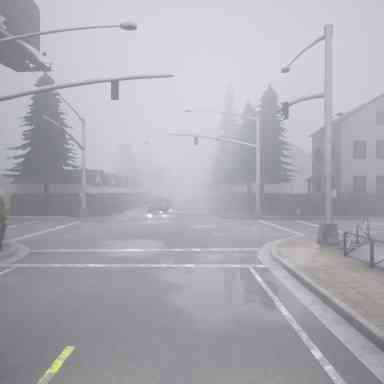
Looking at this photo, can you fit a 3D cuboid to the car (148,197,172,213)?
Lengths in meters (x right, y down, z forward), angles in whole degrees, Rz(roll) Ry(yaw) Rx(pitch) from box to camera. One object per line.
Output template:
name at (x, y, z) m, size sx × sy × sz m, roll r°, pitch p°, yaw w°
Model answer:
car at (-3.666, 1.352, 37.036) m, size 2.097 × 1.767 × 4.553 m, roll 0°, pitch 0°, yaw 0°

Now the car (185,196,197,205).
car at (-0.108, 1.491, 59.238) m, size 2.128 × 1.511 × 4.902 m, roll 0°, pitch 0°, yaw 0°
